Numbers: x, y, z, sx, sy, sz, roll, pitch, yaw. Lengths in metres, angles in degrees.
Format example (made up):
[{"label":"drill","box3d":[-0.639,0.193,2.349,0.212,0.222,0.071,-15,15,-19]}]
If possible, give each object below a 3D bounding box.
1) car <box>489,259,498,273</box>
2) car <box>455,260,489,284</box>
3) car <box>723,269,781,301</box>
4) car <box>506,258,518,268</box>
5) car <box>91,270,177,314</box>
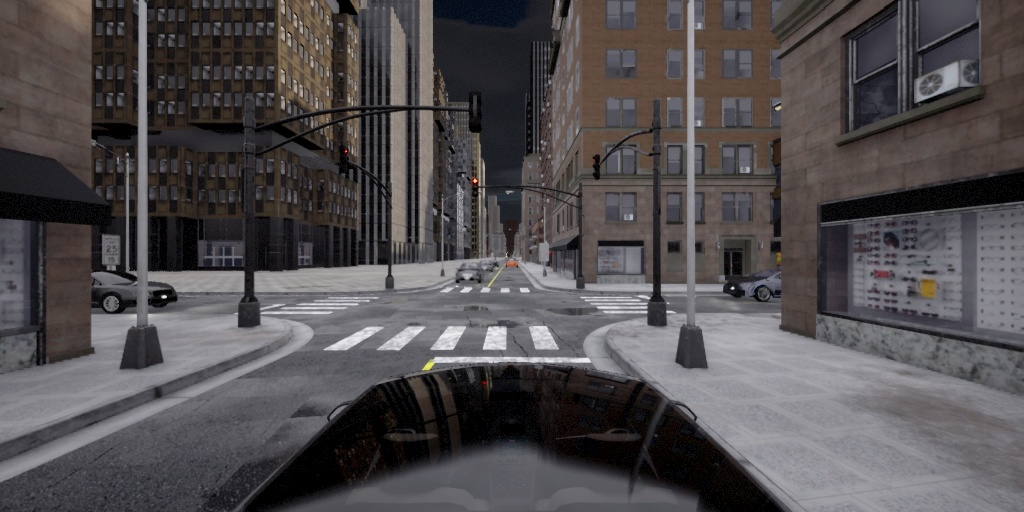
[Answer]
[{"label":"car","box3d":[-3.180,1.239,42.954,2.128,1.511,4.902,0,0,0]},{"label":"car","box3d":[-3.110,1.240,26.787,2.128,1.511,4.902,0,0,-1]},{"label":"car","box3d":[12.220,1.312,16.648,4.181,1.385,1.994,0,0,-1]},{"label":"car","box3d":[-0.025,1.096,61.640,2.097,1.767,4.553,0,0,0]},{"label":"car","box3d":[-15.259,1.258,13.210,4.892,1.490,1.837,0,0,-1]}]
